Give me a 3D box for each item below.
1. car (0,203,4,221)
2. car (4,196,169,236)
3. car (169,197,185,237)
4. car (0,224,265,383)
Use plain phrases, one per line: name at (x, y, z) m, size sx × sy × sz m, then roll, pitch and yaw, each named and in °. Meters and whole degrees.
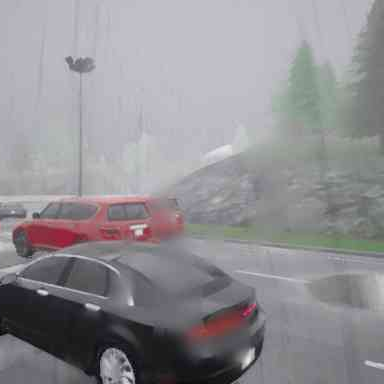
car at (-14.697, 1.505, 27.104) m, size 1.994 × 1.385 × 4.181 m, roll 0°, pitch 0°, yaw -32°
car at (-3.645, 1.204, 10.923) m, size 5.566 × 2.045 × 2.150 m, roll 1°, pitch 0°, yaw 37°
car at (-2.869, 1.198, 14.700) m, size 5.566 × 2.045 × 2.150 m, roll 0°, pitch 0°, yaw 37°
car at (-1.371, 1.497, 4.950) m, size 4.892 × 1.490 × 1.837 m, roll 0°, pitch 0°, yaw 36°
